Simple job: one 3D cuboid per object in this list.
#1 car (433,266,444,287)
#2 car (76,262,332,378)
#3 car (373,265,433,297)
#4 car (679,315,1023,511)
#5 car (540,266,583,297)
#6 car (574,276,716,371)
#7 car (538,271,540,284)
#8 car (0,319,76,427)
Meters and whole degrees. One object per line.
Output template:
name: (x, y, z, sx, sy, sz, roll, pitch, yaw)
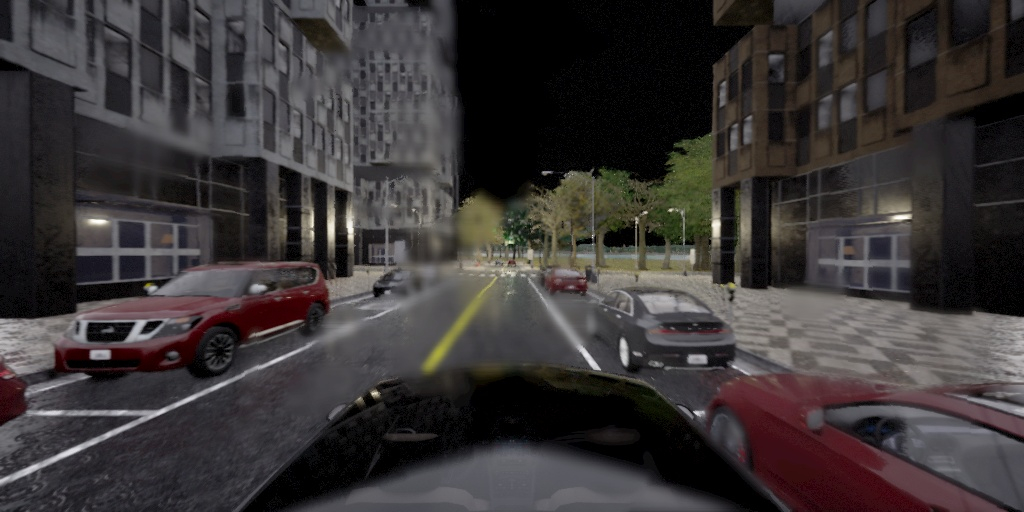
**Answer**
car: (-5.761, 1.321, 24.545, 2.007, 1.370, 4.403, 0, 0, 0)
car: (-5.762, 1.064, 7.538, 2.192, 1.841, 5.009, 0, 0, 0)
car: (-5.762, 1.326, 18.876, 1.948, 1.339, 4.313, 0, 0, 0)
car: (2.762, 1.332, 1.839, 1.802, 1.307, 4.207, 0, 0, 0)
car: (2.763, 1.306, 18.845, 1.888, 1.381, 4.507, 0, 0, 0)
car: (2.762, 1.300, 7.507, 2.007, 1.370, 4.403, 0, 0, 0)
car: (2.764, 1.336, 24.514, 1.948, 1.339, 4.313, 0, 0, 0)
car: (-5.763, 1.332, 1.870, 1.802, 1.307, 4.207, 0, 0, 0)
